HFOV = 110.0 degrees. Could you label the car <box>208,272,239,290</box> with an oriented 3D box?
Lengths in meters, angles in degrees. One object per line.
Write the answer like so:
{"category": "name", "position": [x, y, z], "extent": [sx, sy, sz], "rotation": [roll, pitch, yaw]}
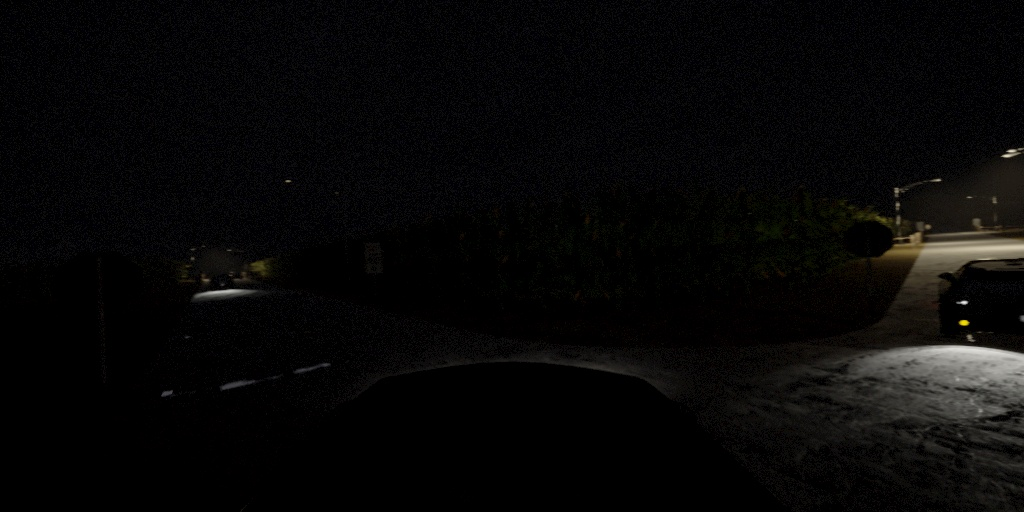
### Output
{"category": "car", "position": [-30.261, 2.661, 37.385], "extent": [2.128, 1.511, 4.902], "rotation": [-3, 0, -40]}

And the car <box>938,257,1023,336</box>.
{"category": "car", "position": [9.943, 0.731, 7.082], "extent": [4.181, 1.385, 1.994], "rotation": [-4, 0, -40]}
